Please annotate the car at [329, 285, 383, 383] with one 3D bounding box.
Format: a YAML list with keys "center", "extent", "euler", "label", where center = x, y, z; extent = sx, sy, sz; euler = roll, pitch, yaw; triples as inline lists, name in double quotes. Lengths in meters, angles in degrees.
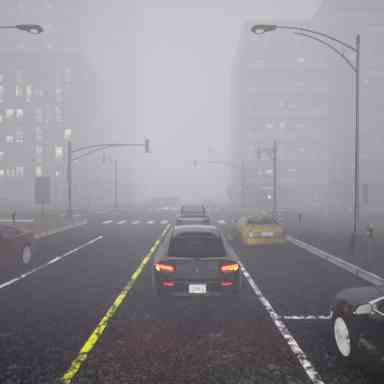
- center: [2.802, 1.550, 3.102]
  extent: [2.008, 1.369, 4.403]
  euler: [-1, 0, 0]
  label: "car"

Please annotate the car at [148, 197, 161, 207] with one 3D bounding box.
- center: [-5.808, 1.514, 52.159]
  extent: [1.752, 1.417, 4.829]
  euler: [-1, 0, 0]
  label: "car"

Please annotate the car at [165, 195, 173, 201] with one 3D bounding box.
- center: [-5.877, 1.530, 86.256]
  extent: [1.887, 1.381, 4.507]
  euler: [-1, 0, 0]
  label: "car"

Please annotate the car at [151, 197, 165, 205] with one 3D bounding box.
- center: [-5.819, 1.554, 57.983]
  extent: [1.947, 1.339, 4.313]
  euler: [-1, 0, 0]
  label: "car"

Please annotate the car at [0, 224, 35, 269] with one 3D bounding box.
- center: [-5.849, 1.542, 8.787]
  extent: [1.887, 1.381, 4.507]
  euler: [-1, 0, 0]
  label: "car"

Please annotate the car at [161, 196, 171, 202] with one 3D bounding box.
- center: [-5.854, 1.531, 74.946]
  extent: [1.887, 1.381, 4.507]
  euler: [-1, 0, 0]
  label: "car"

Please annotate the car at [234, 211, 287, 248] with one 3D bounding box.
- center: [2.778, 1.521, 14.561]
  extent: [1.752, 1.417, 4.829]
  euler: [-1, 0, 0]
  label: "car"

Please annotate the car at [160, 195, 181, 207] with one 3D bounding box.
- center: [-3.194, 1.536, 50.397]
  extent: [2.033, 1.411, 5.357]
  euler: [0, 0, 0]
  label: "car"

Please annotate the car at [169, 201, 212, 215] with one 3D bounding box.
- center: [0.053, 1.487, 18.183]
  extent: [2.128, 1.511, 4.902]
  euler: [0, 0, 0]
  label: "car"

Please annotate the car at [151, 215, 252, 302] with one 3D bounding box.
- center: [0.083, 1.523, 8.109]
  extent: [1.812, 1.442, 4.674]
  euler: [0, 0, 0]
  label: "car"

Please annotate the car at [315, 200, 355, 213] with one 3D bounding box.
- center: [16.238, 1.623, 37.552]
  extent: [4.403, 1.369, 2.008]
  euler: [0, 0, 1]
  label: "car"

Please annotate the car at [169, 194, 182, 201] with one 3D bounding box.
- center: [-3.194, 1.479, 60.802]
  extent: [2.128, 1.511, 4.902]
  euler: [0, 0, 0]
  label: "car"

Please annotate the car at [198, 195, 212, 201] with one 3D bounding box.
- center: [2.560, 1.539, 58.000]
  extent: [2.008, 1.369, 4.403]
  euler: [-1, 0, 0]
  label: "car"

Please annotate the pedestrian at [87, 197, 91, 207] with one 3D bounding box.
- center: [-12.631, 1.200, 40.837]
  extent: [0.375, 1.300, 0.375]
  euler: [0, 0, 1]
  label: "pedestrian"

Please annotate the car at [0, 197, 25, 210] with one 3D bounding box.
- center: [-21.738, 1.275, 37.972]
  extent: [4.829, 1.417, 1.752]
  euler: [0, 0, 1]
  label: "car"

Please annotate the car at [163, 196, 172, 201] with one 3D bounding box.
- center: [-5.865, 1.568, 80.601]
  extent: [1.802, 1.307, 4.206]
  euler: [-1, 0, 0]
  label: "car"

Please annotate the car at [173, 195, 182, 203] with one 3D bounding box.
- center: [-3.145, 1.487, 71.750]
  extent: [1.837, 1.490, 4.892]
  euler: [0, 0, 0]
  label: "car"
